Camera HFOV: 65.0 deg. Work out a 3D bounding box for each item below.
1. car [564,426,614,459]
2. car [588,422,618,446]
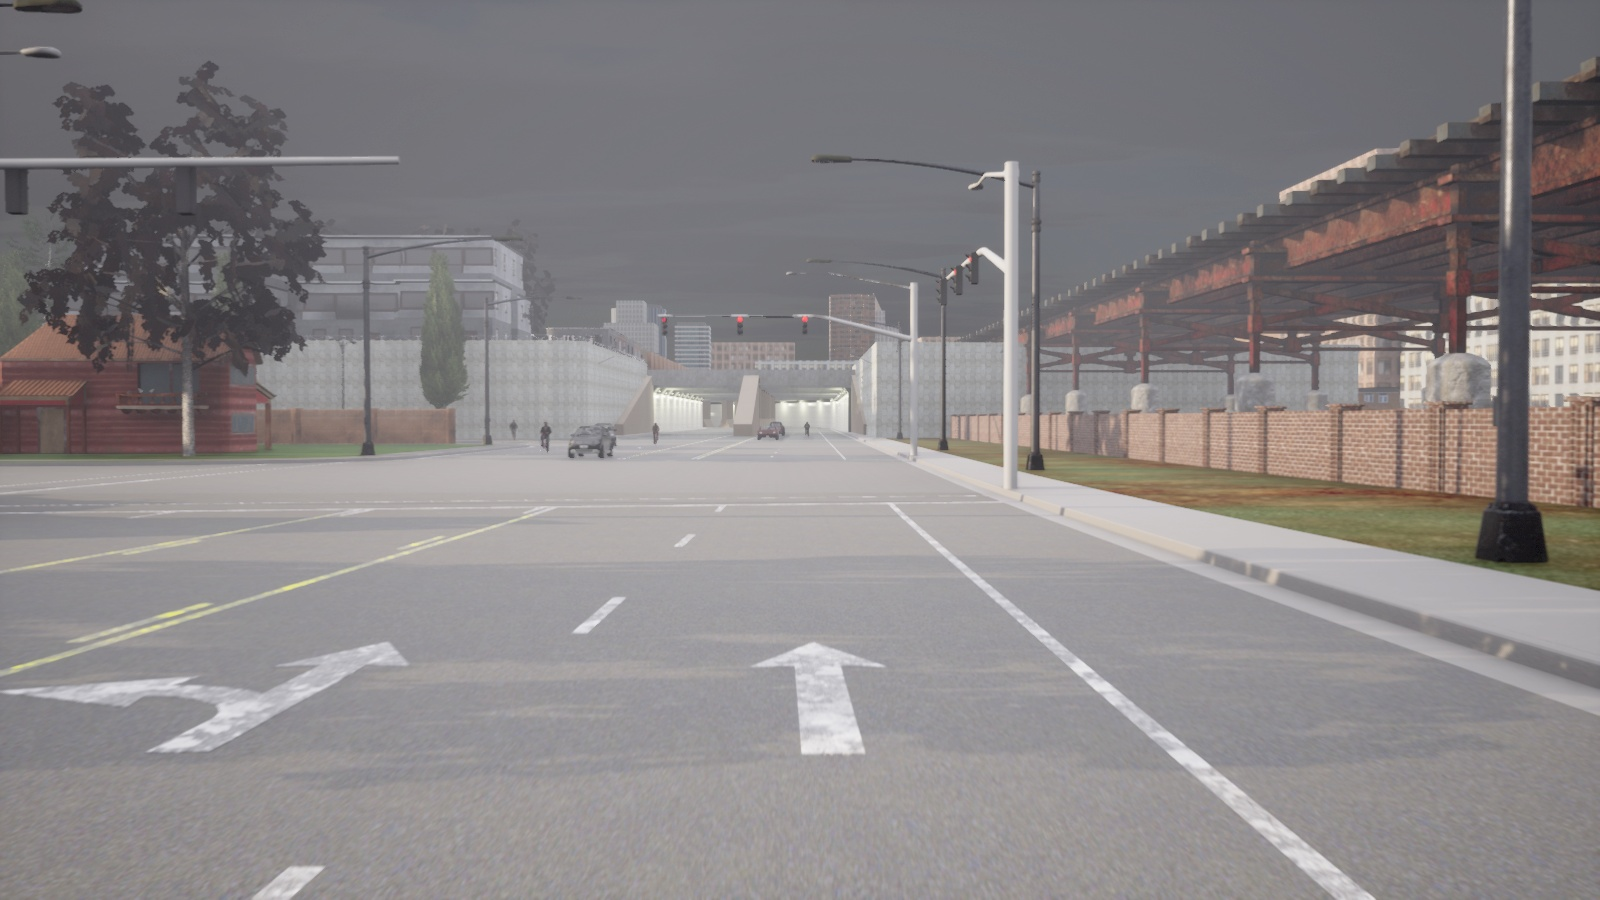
[{"bbox_3d":[-10.146,-0.392,60.699,1.789,1.549,3.705,0,1,0],"label":"car"},{"bbox_3d":[-13.518,-1.102,86.318,1.851,1.617,3.988,0,1,-6],"label":"car"}]
